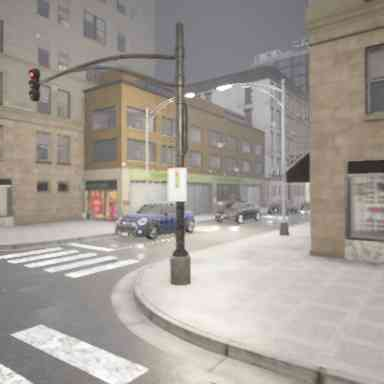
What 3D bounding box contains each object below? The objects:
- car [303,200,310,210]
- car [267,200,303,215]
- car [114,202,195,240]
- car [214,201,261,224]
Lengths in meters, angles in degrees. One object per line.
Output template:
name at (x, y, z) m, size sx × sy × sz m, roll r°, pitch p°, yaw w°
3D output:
car at (14.644, 1.438, 40.266) m, size 1.994 × 1.385 × 4.181 m, roll 0°, pitch 0°, yaw 36°
car at (8.853, 1.479, 32.172) m, size 1.994 × 1.385 × 4.181 m, roll 0°, pitch 0°, yaw 36°
car at (-1.823, 1.345, 17.199) m, size 2.097 × 1.767 × 4.553 m, roll 0°, pitch 0°, yaw 35°
car at (3.459, 1.459, 24.618) m, size 1.837 × 1.490 × 4.892 m, roll 0°, pitch 0°, yaw 35°
